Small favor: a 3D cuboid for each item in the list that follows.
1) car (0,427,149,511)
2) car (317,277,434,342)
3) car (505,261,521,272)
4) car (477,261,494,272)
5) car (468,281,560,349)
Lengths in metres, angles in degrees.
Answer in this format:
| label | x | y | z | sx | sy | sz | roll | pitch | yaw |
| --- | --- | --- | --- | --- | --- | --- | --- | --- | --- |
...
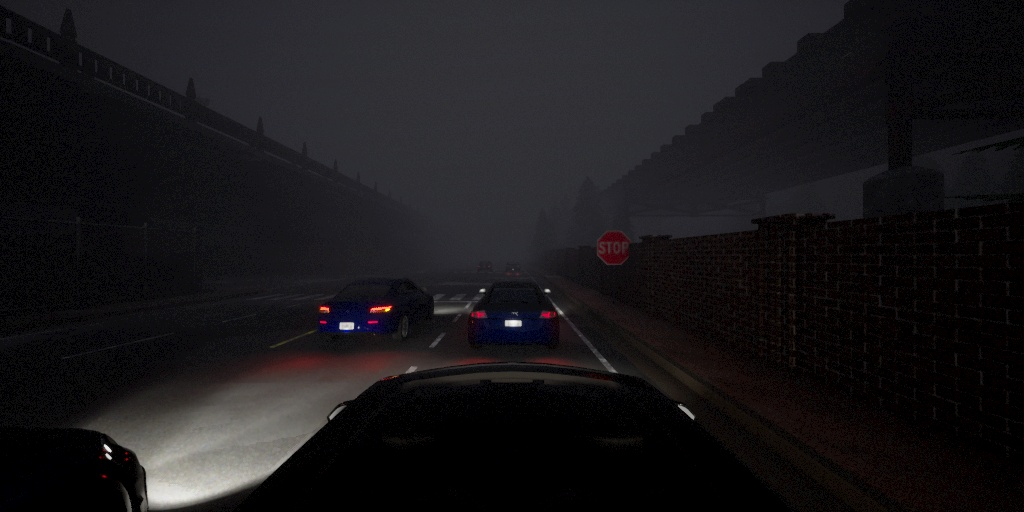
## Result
| label | x | y | z | sx | sy | sz | roll | pitch | yaw |
| --- | --- | --- | --- | --- | --- | --- | --- | --- | --- |
| car | -3.398 | 1.314 | 0.595 | 1.994 | 1.385 | 4.181 | 0 | 0 | 0 |
| car | -3.411 | 1.276 | 9.691 | 1.812 | 1.442 | 4.674 | 0 | 0 | 0 |
| car | 0.104 | 1.350 | 45.987 | 1.895 | 1.301 | 4.718 | 0 | 0 | -1 |
| car | -3.391 | 1.297 | 45.828 | 2.033 | 1.411 | 5.357 | 0 | 0 | -1 |
| car | 0.070 | 1.314 | 9.169 | 1.994 | 1.385 | 4.181 | 0 | 0 | 1 |
